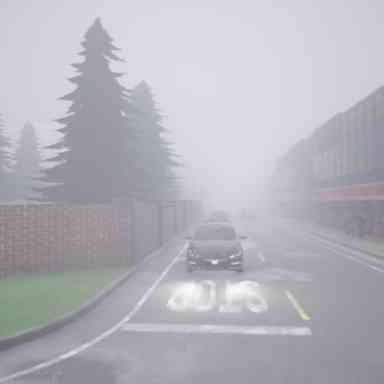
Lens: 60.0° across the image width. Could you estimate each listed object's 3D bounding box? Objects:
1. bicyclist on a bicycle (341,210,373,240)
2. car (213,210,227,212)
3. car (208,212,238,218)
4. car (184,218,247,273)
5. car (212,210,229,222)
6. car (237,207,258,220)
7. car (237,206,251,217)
[{"bbox_3d":[8.912,1.788,18.021,1.656,1.620,0.582,-1,-2,5],"label":"bicyclist on a bicycle"},{"bbox_3d":[2.589,2.507,31.098,1.837,1.490,4.892,-1,-2,5],"label":"car"},{"bbox_3d":[1.733,2.277,21.580,1.994,1.385,4.181,-1,-2,6],"label":"car"},{"bbox_3d":[0.901,1.939,12.432,1.837,1.490,4.892,-1,-2,5],"label":"car"},{"bbox_3d":[3.532,2.909,41.181,1.895,1.301,4.718,-1,-2,6],"label":"car"},{"bbox_3d":[7.233,2.771,42.098,2.128,1.511,4.902,-1,-2,6],"label":"car"},{"bbox_3d":[8.115,3.072,52.408,1.882,1.535,5.008,-1,-2,5],"label":"car"}]
